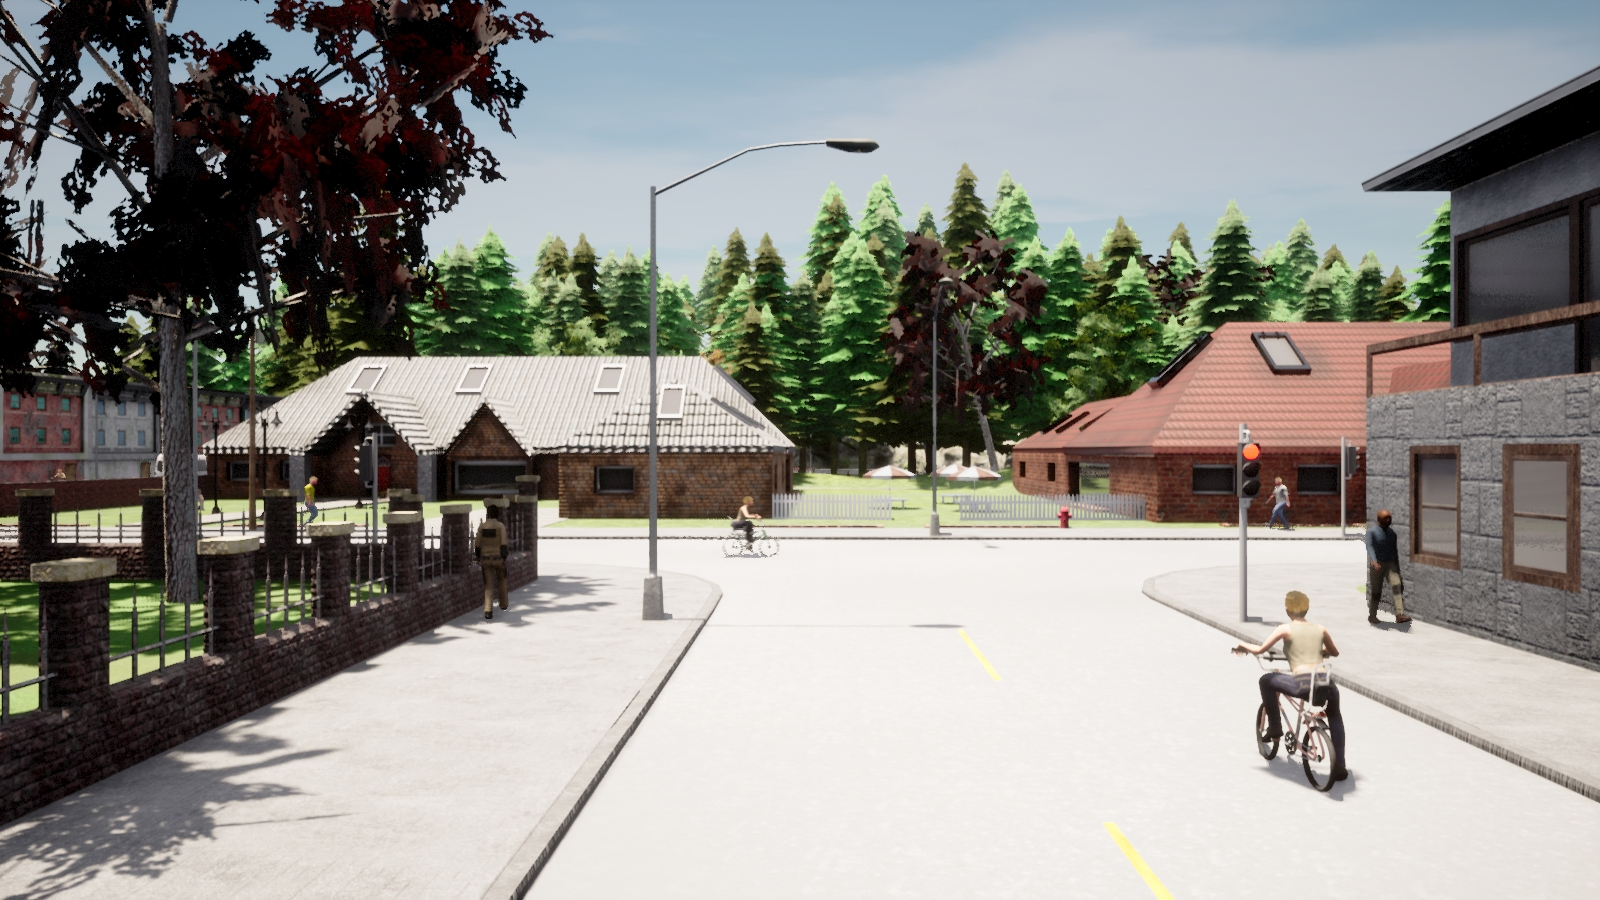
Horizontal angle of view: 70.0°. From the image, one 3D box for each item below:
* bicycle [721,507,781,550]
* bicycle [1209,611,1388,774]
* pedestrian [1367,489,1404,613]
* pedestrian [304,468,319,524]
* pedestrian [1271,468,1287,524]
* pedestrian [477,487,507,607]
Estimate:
[{"bbox_3d":[-1.273,2.044,29.889,1.487,1.080,0.859,0,0,2],"label":"bicycle"},{"bbox_3d":[4.247,2.039,9.857,0.859,1.080,1.487,0,0,-2],"label":"bicycle"},{"bbox_3d":[8.876,1.521,17.324,0.375,1.860,0.375,0,0,0],"label":"pedestrian"},{"bbox_3d":[-16.467,1.535,38.491,0.375,1.860,0.375,0,0,-6],"label":"pedestrian"},{"bbox_3d":[16.094,1.535,38.389,0.375,1.860,0.375,0,0,-10],"label":"pedestrian"},{"bbox_3d":[-4.871,1.528,18.073,0.375,1.860,0.375,0,0,0],"label":"pedestrian"}]
